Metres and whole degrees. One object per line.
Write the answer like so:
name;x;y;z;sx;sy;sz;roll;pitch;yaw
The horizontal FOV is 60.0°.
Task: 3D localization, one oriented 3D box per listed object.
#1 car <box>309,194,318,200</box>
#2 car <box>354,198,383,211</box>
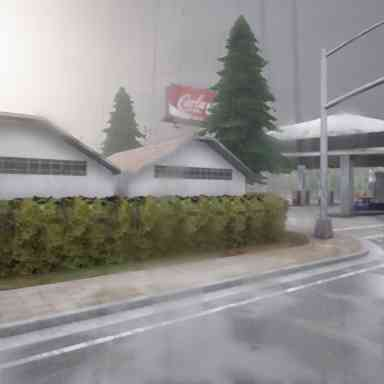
car;32.171;1.375;89.021;2.152;1.636;5.027;0;0;-36
car;21.112;1.503;39.526;4.611;1.667;2.242;0;0;-36
